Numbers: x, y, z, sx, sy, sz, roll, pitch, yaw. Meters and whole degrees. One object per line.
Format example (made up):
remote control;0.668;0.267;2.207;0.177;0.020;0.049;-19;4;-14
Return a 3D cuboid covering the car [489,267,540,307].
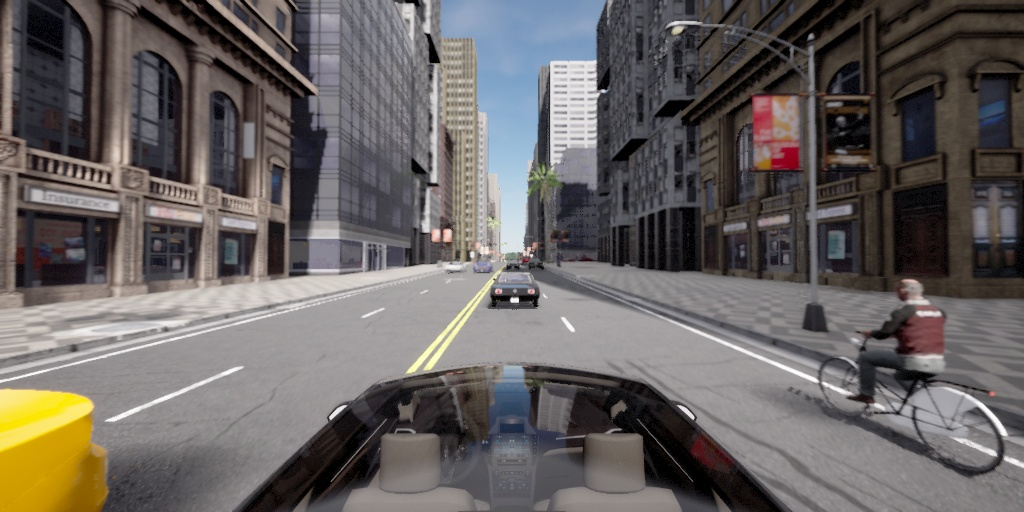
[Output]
car;0.111;1.347;15.542;1.895;1.301;4.718;0;0;0

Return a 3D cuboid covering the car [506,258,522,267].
car;0.140;1.286;52.147;1.895;1.301;4.718;0;0;0

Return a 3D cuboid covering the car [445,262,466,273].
car;-6.556;1.297;41.632;1.895;1.301;4.718;0;0;0

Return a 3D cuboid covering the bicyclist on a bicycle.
bicyclist on a bicycle;4.147;1.122;3.947;0.659;1.776;1.843;0;0;0

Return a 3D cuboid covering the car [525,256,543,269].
car;3.391;1.037;52.961;2.097;1.767;4.553;0;0;0

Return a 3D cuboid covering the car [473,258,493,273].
car;-3.303;1.048;41.780;2.097;1.767;4.553;0;0;0
